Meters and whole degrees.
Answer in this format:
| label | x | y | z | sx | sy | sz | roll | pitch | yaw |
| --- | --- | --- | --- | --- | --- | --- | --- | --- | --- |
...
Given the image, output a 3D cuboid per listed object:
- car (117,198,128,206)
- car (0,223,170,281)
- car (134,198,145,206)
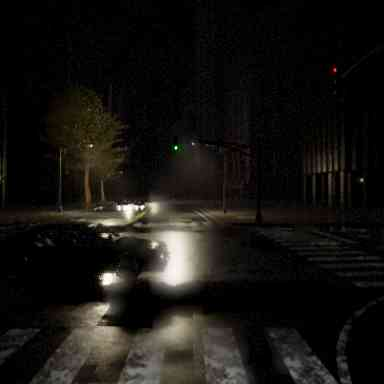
| label | x | y | z | sx | sy | sz | roll | pitch | yaw |
| --- | --- | --- | --- | --- | --- | --- | --- | --- | --- |
| car | -13.673 | 1.961 | 65.968 | 2.128 | 1.511 | 4.902 | 0 | 0 | -9 |
| car | -3.341 | 1.608 | 9.476 | 5.357 | 1.411 | 2.033 | 0 | 0 | 0 |
| car | -10.461 | 1.965 | 66.464 | 2.128 | 1.511 | 4.902 | 0 | 0 | -9 |
